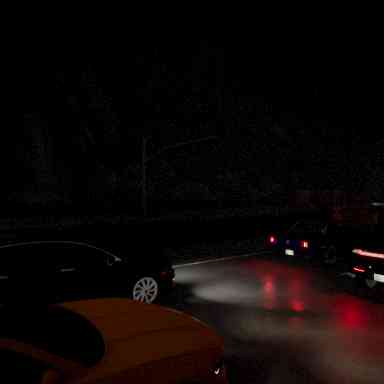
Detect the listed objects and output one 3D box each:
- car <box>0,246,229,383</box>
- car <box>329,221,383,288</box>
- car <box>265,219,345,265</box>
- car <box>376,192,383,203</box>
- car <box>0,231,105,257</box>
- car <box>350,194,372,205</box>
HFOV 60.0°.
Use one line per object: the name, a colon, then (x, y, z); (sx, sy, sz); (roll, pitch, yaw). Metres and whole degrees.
car: (-1.948, 1.477, 2.335); (5.008, 1.535, 1.882); (0, 0, -36)
car: (5.699, 1.482, 7.961); (4.902, 1.511, 2.128); (0, 0, -36)
car: (4.839, 1.590, 11.666); (4.718, 1.301, 1.895); (0, 0, -36)
car: (35.948, 0.948, 60.880); (5.566, 2.045, 2.150); (0, 0, -36)
car: (-2.599, 1.504, 6.191); (4.892, 1.490, 1.837); (0, 0, -36)
car: (27.601, 1.132, 54.794); (4.553, 1.767, 2.097); (0, 0, -36)
